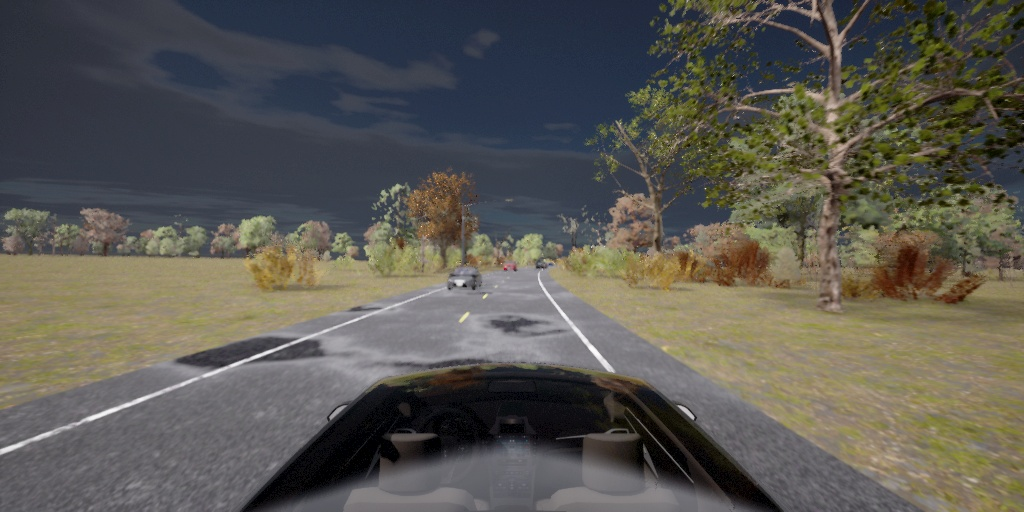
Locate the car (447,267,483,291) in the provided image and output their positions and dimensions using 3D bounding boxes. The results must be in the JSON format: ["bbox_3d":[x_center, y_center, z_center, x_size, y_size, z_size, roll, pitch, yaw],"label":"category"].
[{"bbox_3d":[-3.133,1.508,24.493,2.128,1.511,4.902,0,-1,2],"label":"car"}]

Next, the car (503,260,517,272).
[{"bbox_3d":[-0.263,1.791,64.813,2.150,2.045,5.566,0,-1,6],"label":"car"}]
